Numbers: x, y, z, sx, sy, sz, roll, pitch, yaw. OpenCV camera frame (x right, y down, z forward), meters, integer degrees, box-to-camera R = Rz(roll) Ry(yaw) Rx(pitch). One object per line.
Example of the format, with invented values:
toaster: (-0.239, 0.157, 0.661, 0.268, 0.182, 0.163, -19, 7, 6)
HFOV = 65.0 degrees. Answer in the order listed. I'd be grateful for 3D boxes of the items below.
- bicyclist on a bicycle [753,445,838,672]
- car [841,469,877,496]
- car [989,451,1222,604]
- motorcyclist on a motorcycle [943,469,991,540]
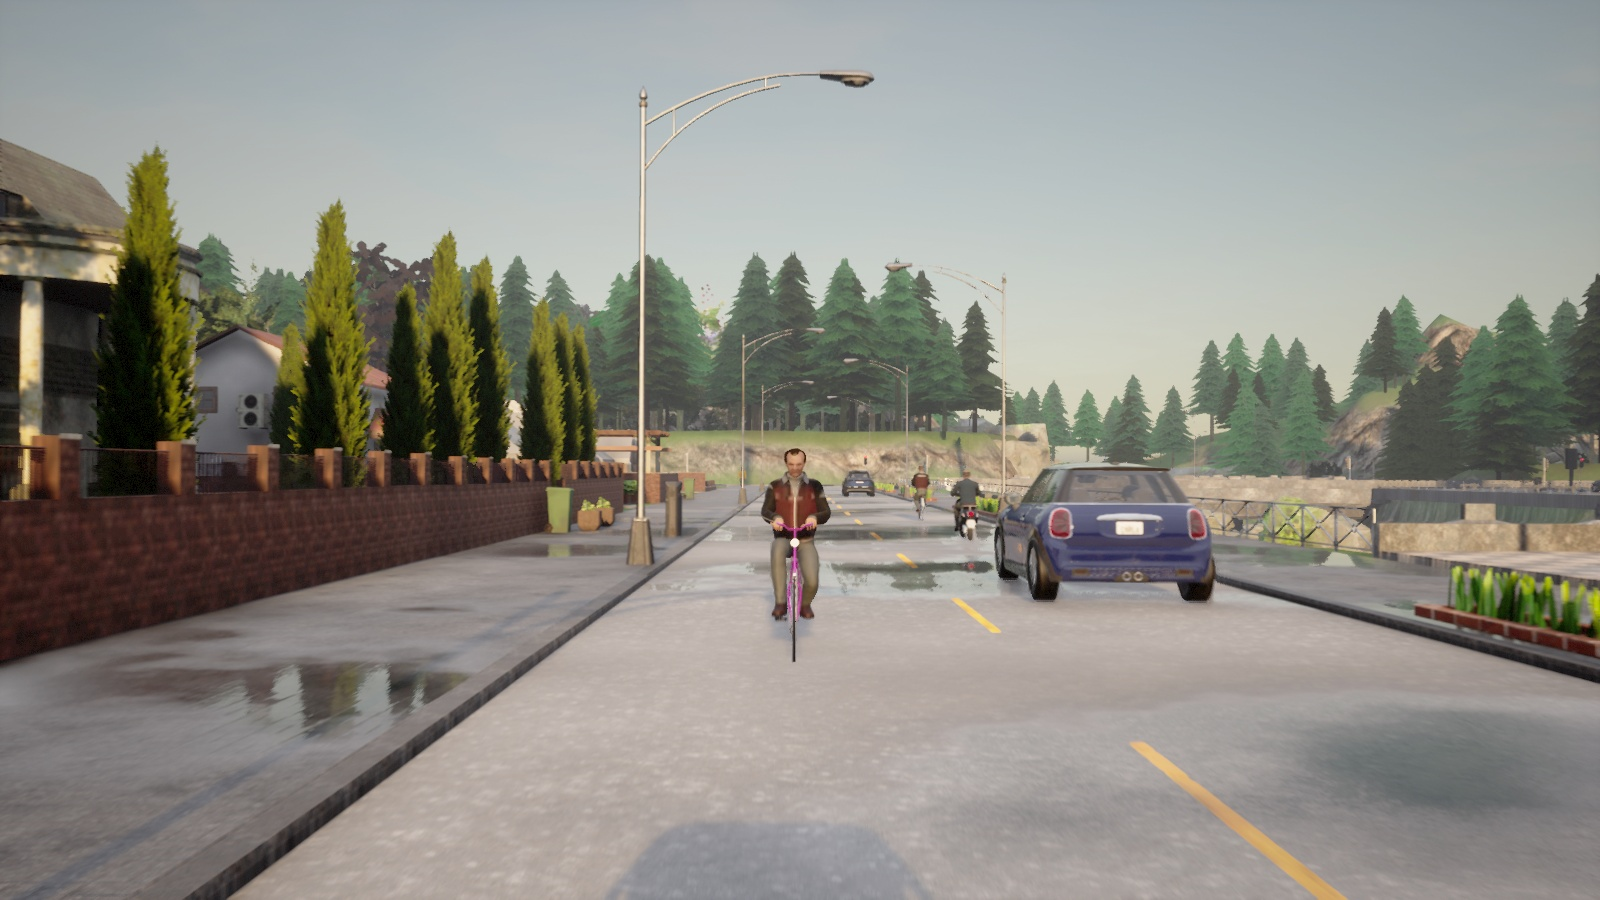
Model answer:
bicyclist on a bicycle: (-0.037, 0.865, 10.753, 0.659, 1.776, 1.843, 0, -1, 0)
car: (3.680, 2.061, 79.490, 2.033, 1.649, 4.856, 0, -1, 0)
car: (3.871, 0.939, 16.816, 2.097, 1.767, 4.553, 0, -1, 1)
motorcyclist on a motorcycle: (3.868, 1.243, 29.275, 0.866, 1.590, 1.817, 0, -1, 0)
